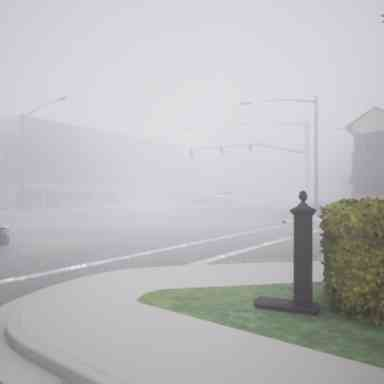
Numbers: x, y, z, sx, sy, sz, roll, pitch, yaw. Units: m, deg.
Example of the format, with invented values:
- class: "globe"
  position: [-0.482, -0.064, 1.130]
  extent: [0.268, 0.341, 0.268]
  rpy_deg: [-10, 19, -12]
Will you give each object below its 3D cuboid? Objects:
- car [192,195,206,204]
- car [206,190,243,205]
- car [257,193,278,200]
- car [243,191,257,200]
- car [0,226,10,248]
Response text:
- class: "car"
  position: [1.761, 1.120, 50.863]
  extent: [1.994, 1.385, 4.181]
  rpy_deg: [0, 2, 35]
- class: "car"
  position: [4.863, 0.772, 49.194]
  extent: [2.150, 2.045, 5.566]
  rpy_deg: [0, 2, 35]
- class: "car"
  position: [14.556, 0.765, 62.942]
  extent: [1.895, 1.301, 4.718]
  rpy_deg: [0, 1, 36]
- class: "car"
  position: [11.353, 0.657, 64.456]
  extent: [2.128, 1.511, 4.902]
  rpy_deg: [0, 1, 36]
- class: "car"
  position: [-8.844, 1.458, 11.147]
  extent: [1.882, 1.535, 5.008]
  rpy_deg: [0, 0, 35]
